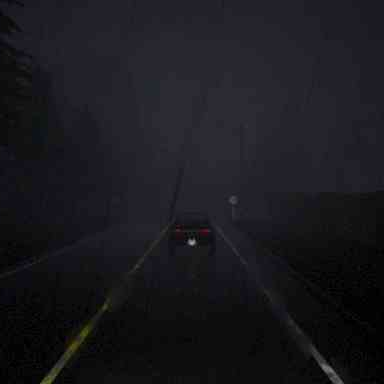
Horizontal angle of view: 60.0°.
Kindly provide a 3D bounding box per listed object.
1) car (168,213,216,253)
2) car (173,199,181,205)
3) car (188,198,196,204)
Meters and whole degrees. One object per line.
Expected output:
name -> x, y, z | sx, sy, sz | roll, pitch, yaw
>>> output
car -> 0.008, 1.629, 14.300 | 2.128, 1.511, 4.902 | 0, 0, 0
car -> -3.484, 2.275, 77.867 | 2.033, 1.411, 5.357 | 0, -1, 0
car -> 0.017, 2.104, 80.849 | 2.128, 1.511, 4.902 | 0, -1, 0
